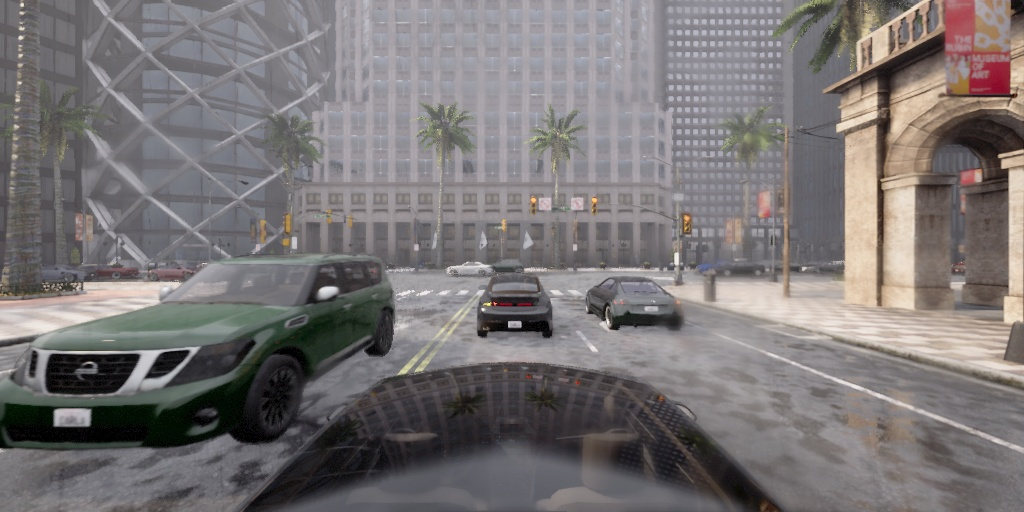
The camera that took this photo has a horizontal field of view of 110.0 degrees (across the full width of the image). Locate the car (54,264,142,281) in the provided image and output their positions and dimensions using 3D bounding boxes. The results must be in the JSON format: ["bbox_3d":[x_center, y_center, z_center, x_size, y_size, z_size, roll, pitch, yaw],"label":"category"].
[{"bbox_3d":[-35.919,1.382,31.292,4.718,1.301,1.895,0,0,-19],"label":"car"}]

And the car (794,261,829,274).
[{"bbox_3d":[35.220,1.281,40.255,4.902,1.511,2.128,0,0,0],"label":"car"}]

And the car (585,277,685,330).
[{"bbox_3d":[3.580,1.324,11.179,1.994,1.385,4.181,0,0,0],"label":"car"}]

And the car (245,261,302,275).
[{"bbox_3d":[-26.589,1.282,40.189,4.902,1.511,2.128,0,0,-4],"label":"car"}]

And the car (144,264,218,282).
[{"bbox_3d":[-27.015,1.343,29.395,4.181,1.385,1.994,0,0,-4],"label":"car"}]

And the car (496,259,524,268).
[{"bbox_3d":[-0.850,1.143,40.362,4.553,1.767,2.097,0,0,0],"label":"car"}]

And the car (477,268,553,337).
[{"bbox_3d":[0.076,1.264,10.313,1.837,1.490,4.892,0,0,0],"label":"car"}]

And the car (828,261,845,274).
[{"bbox_3d":[35.669,1.351,36.757,4.181,1.385,1.994,0,0,0],"label":"car"}]

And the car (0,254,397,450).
[{"bbox_3d":[-3.600,0.976,5.699,2.150,2.045,5.566,0,0,0],"label":"car"}]

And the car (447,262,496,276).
[{"bbox_3d":[-4.335,1.313,36.874,4.674,1.442,1.812,0,0,0],"label":"car"}]

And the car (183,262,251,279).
[{"bbox_3d":[-26.956,1.309,32.893,4.674,1.442,1.812,0,0,-4],"label":"car"}]

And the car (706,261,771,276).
[{"bbox_3d":[23.181,1.265,36.794,5.008,1.535,1.882,0,0,0],"label":"car"}]

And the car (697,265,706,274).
[{"bbox_3d":[23.442,1.269,40.293,5.008,1.535,1.882,0,0,0],"label":"car"}]

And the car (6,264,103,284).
[{"bbox_3d":[-35.240,1.342,27.787,4.181,1.385,1.994,0,0,-22],"label":"car"}]
